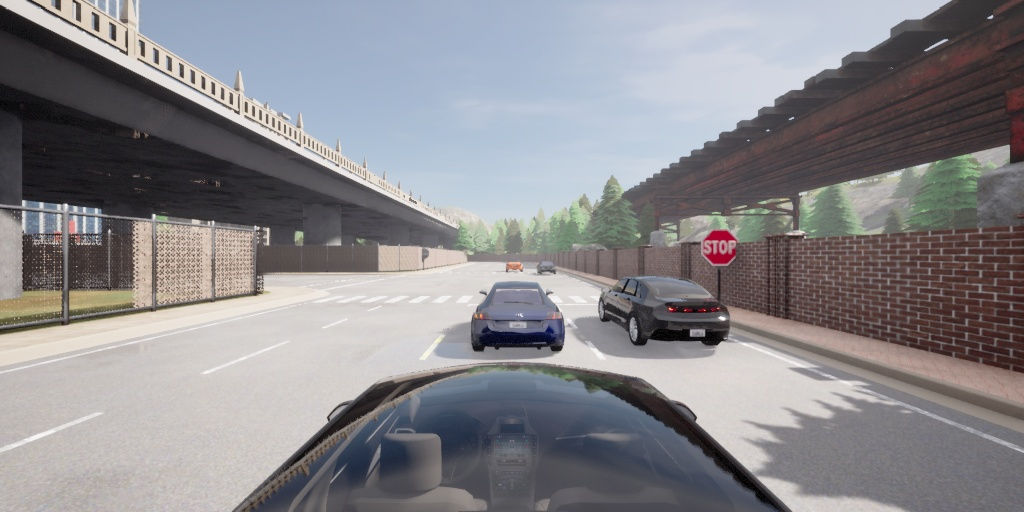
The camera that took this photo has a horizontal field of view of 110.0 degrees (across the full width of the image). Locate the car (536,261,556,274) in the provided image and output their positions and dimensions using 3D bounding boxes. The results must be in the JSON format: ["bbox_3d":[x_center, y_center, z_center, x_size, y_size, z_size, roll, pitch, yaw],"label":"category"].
[{"bbox_3d":[3.835,1.297,40.637,2.033,1.411,5.357,0,0,0],"label":"car"}]

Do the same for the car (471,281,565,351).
[{"bbox_3d":[0.117,1.314,8.987,1.994,1.385,4.181,0,0,0],"label":"car"}]

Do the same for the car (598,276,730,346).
[{"bbox_3d":[3.620,1.255,9.412,1.837,1.490,4.892,0,0,0],"label":"car"}]

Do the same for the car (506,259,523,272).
[{"bbox_3d":[0.269,1.102,45.752,2.097,1.767,4.553,0,0,0],"label":"car"}]
